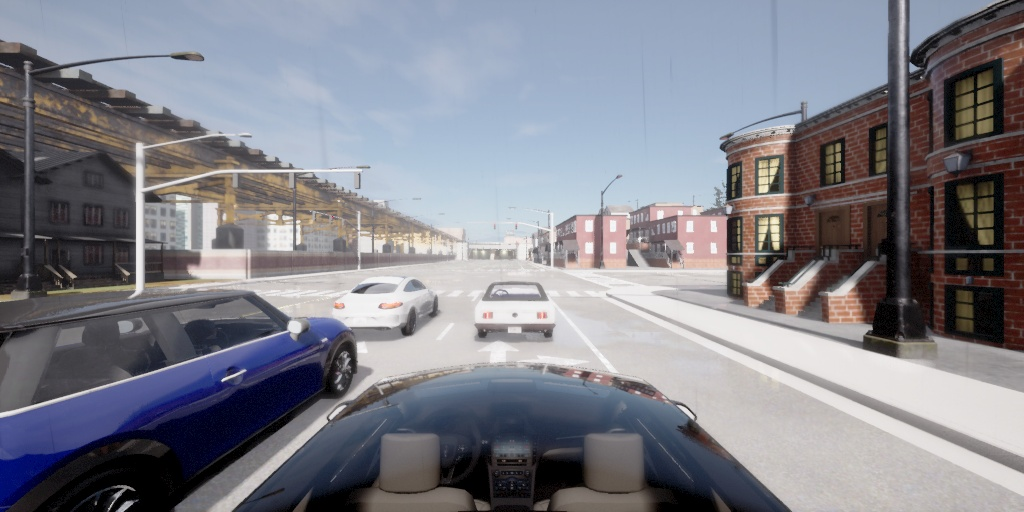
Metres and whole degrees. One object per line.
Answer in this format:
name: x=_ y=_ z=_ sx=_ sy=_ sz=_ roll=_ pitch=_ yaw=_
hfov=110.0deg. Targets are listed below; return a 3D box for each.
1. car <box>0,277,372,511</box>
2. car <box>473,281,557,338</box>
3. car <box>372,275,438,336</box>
car: x=-3.399 y=1.102 z=3.648 sx=2.097 sy=1.767 sz=4.553 roll=0 pitch=0 yaw=0
car: x=0.105 y=1.351 z=10.184 sx=1.895 sy=1.301 sz=4.718 roll=0 pitch=0 yaw=1
car: x=-3.398 y=1.276 z=10.292 sx=1.812 sy=1.442 sz=4.674 roll=0 pitch=0 yaw=0
